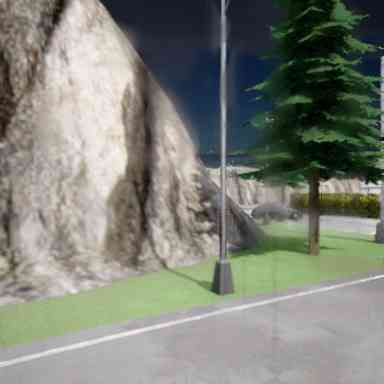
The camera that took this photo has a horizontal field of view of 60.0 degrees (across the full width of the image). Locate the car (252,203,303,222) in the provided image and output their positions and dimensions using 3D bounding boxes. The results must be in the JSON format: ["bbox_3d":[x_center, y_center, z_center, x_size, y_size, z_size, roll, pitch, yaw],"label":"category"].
[{"bbox_3d":[6.709,1.555,26.423,1.994,1.385,4.181,0,0,-31],"label":"car"}]

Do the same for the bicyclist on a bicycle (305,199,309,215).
[{"bbox_3d":[11.473,1.451,32.091,1.656,1.620,0.582,0,0,-31],"label":"bicyclist on a bicycle"}]
